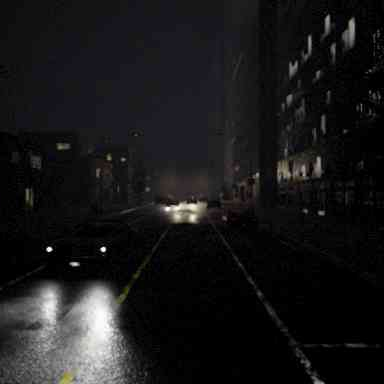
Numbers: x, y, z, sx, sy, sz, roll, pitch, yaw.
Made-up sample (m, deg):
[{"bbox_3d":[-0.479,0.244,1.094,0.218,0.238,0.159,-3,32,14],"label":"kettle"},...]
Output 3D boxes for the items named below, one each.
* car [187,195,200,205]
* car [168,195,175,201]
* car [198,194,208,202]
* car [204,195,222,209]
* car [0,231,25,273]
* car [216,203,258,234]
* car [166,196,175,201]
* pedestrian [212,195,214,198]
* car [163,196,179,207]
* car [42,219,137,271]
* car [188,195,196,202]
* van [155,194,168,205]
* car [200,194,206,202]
[{"bbox_3d":[0.004,1.639,61.648,2.033,1.411,5.357,0,0,1],"label":"car"},{"bbox_3d":[-5.702,1.686,92.826,1.887,1.381,4.507,1,0,0],"label":"car"},{"bbox_3d":[2.685,1.438,81.485,2.192,1.841,5.009,1,0,0],"label":"car"},{"bbox_3d":[2.990,1.544,45.353,1.882,1.535,5.008,0,0,0],"label":"car"},{"bbox_3d":[-5.714,1.594,8.168,1.802,1.307,4.206,1,0,0],"label":"car"},{"bbox_3d":[2.697,1.573,19.400,1.887,1.381,4.507,1,0,0],"label":"car"},{"bbox_3d":[-5.700,1.683,87.182,2.008,1.369,4.403,1,0,0],"label":"car"},{"bbox_3d":[2.988,1.365,48.373,0.375,1.860,0.375,1,-1,0],"label":"pedestrian"},{"bbox_3d":[-3.079,1.679,52.827,1.895,1.301,4.718,0,0,0],"label":"car"},{"bbox_3d":[-3.105,1.616,11.051,1.895,1.301,4.718,0,0,0],"label":"car"},{"bbox_3d":[-0.019,1.475,77.802,1.837,1.490,4.892,0,0,0],"label":"car"},{"bbox_3d":[-5.689,1.429,58.962,1.690,1.788,3.998,1,0,0],"label":"van"},{"bbox_3d":[2.684,1.554,75.841,1.967,1.590,4.097,1,0,0],"label":"car"}]
